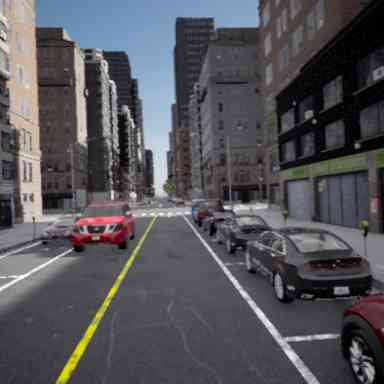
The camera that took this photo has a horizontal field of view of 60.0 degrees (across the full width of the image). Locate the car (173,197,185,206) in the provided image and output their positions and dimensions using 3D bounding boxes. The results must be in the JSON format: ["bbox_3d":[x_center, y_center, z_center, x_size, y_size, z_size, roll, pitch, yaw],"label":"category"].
[{"bbox_3d":[-2.652,2.136,73.777,1.967,1.590,4.097,-2,0,-5],"label":"car"}]

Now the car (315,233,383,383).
[{"bbox_3d":[2.842,1.340,2.484,1.967,1.590,4.097,-2,0,-4],"label":"car"}]

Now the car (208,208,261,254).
[{"bbox_3d":[2.042,1.567,13.500,2.008,1.369,4.403,-2,0,-4],"label":"car"}]

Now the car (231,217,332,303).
[{"bbox_3d":[2.445,1.509,7.992,2.008,1.369,4.403,-2,0,-4],"label":"car"}]

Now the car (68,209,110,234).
[{"bbox_3d":[-7.258,2.052,23.886,1.947,1.339,4.313,-2,0,-4],"label":"car"}]

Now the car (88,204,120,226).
[{"bbox_3d":[-7.666,1.985,29.397,1.967,1.590,4.097,-2,0,-4],"label":"car"}]

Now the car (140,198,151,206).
[{"bbox_3d":[-12.203,2.628,84.233,1.967,1.590,4.097,-2,0,-5],"label":"car"}]

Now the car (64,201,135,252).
[{"bbox_3d":[-4.019,1.512,15.933,2.150,2.045,5.566,-2,-1,-4],"label":"car"}]

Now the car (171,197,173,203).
[{"bbox_3d":[-3.717,2.419,85.034,1.802,1.307,4.206,-2,0,-5],"label":"car"}]

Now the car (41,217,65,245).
[{"bbox_3d":[-6.855,2.009,18.376,1.802,1.307,4.206,-2,0,-4],"label":"car"}]

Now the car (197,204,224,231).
[{"bbox_3d":[1.640,1.641,19.008,1.947,1.339,4.313,-2,0,-4],"label":"car"}]

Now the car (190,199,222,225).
[{"bbox_3d":[1.227,1.449,24.519,2.192,1.841,5.009,-2,0,-4],"label":"car"}]

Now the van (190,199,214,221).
[{"bbox_3d":[0.826,1.534,30.028,1.690,1.788,3.998,-2,0,-4],"label":"van"}]
